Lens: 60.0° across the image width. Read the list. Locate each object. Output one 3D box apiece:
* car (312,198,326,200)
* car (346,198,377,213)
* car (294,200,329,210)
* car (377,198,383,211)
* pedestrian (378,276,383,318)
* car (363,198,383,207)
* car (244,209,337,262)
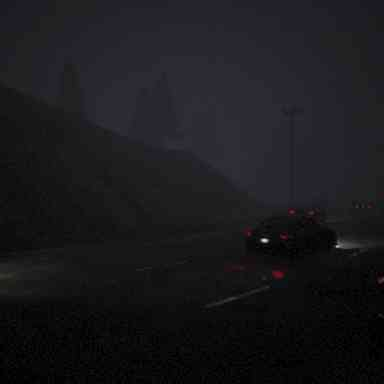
[{"bbox_3d":[16.158,1.477,42.502,1.882,1.535,5.008,0,0,14],"label":"car"},{"bbox_3d":[18.309,1.547,36.575,2.033,1.411,5.357,0,0,17],"label":"car"},{"bbox_3d":[8.408,1.526,24.040,1.812,1.442,4.674,0,0,32],"label":"car"},{"bbox_3d":[22.866,1.600,40.212,1.895,1.301,4.718,0,0,14],"label":"car"},{"bbox_3d":[3.441,1.674,5.638,0.500,1.100,0.500,0,0,-42],"label":"pedestrian"},{"bbox_3d":[28.218,1.600,50.996,1.895,1.301,4.718,0,0,6],"label":"car"},{"bbox_3d":[3.746,1.564,12.340,1.994,1.385,4.181,0,0,43],"label":"car"}]
